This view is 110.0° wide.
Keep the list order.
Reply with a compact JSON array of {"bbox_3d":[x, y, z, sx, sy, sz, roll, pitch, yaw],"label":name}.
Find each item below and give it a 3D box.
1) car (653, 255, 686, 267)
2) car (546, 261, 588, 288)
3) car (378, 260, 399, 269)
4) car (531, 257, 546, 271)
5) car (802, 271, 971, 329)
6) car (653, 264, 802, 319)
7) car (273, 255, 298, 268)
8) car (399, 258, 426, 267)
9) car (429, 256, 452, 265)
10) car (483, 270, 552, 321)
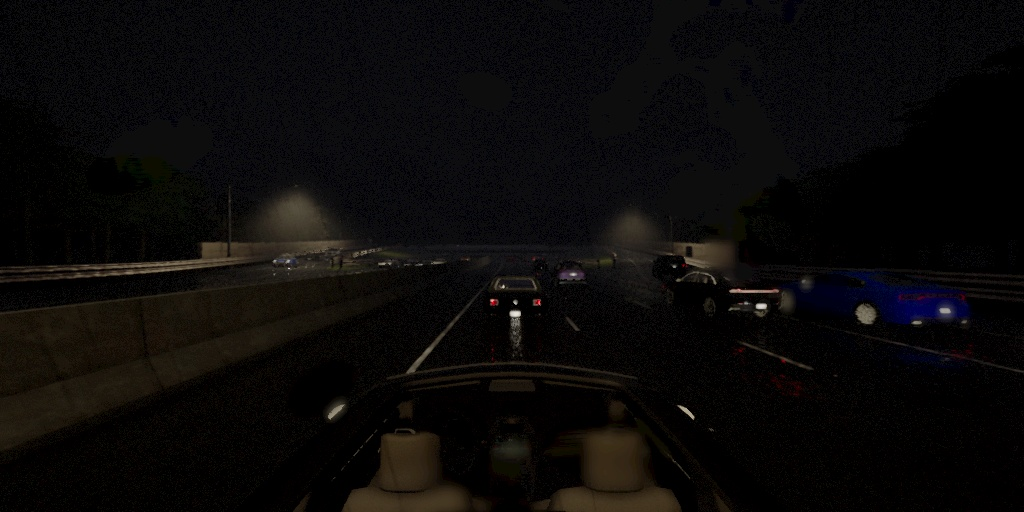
[{"bbox_3d":[13.600,0.948,31.053,2.150,2.045,5.566,1,0,15],"label":"car"},{"bbox_3d":[3.608,1.136,23.333,2.033,1.649,4.856,0,0,0],"label":"car"},{"bbox_3d":[-17.650,1.240,51.706,1.895,1.301,4.718,0,0,0],"label":"car"},{"bbox_3d":[3.551,1.166,45.602,1.837,1.490,4.892,0,0,0],"label":"car"},{"bbox_3d":[10.701,1.209,11.252,1.882,1.535,5.008,0,0,2],"label":"car"},{"bbox_3d":[7.106,1.220,12.649,2.128,1.511,4.902,0,0,0],"label":"car"},{"bbox_3d":[-30.500,0.637,48.335,2.097,1.767,4.553,0,1,-18],"label":"car"},{"bbox_3d":[-14.152,1.132,51.692,2.128,1.511,4.902,0,0,0],"label":"car"},{"bbox_3d":[-10.653,1.155,53.718,1.812,1.442,4.674,0,0,0],"label":"car"},{"bbox_3d":[0.105,1.329,12.294,1.895,1.301,4.718,0,0,0],"label":"car"}]
